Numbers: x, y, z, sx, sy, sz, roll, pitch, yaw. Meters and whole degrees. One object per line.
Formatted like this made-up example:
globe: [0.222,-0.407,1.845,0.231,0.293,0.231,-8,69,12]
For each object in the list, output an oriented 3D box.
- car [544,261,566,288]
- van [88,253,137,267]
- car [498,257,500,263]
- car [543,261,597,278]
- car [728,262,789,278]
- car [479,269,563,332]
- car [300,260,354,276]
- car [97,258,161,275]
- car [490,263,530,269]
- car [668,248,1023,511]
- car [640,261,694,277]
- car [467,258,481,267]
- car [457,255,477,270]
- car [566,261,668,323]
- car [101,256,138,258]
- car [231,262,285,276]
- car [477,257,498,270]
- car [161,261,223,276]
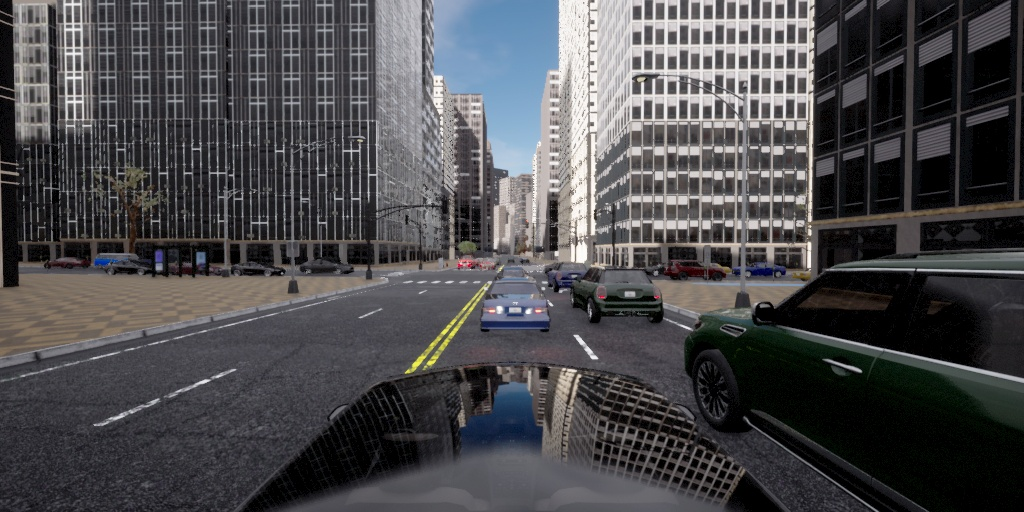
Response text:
car: [3.300,1.091,21.104,2.097,1.767,4.553,0,0,0]
van: [-45.388,0.602,41.127,3.998,1.789,1.690,0,0,1]
car: [-3.480,1.229,60.074,1.812,1.442,4.674,0,0,0]
car: [5.539,1.322,34.513,4.892,1.490,1.837,1,1,1]
car: [25.684,1.420,37.426,5.008,1.535,1.882,1,1,1]
car: [0.079,1.293,10.793,2.033,1.411,5.357,0,0,0]
car: [-17.909,1.111,34.839,4.892,1.490,1.837,1,1,1]
car: [-34.174,1.067,32.495,4.313,1.339,1.948,0,0,1]
car: [0.052,1.304,20.036,1.994,1.385,4.181,0,0,0]
car: [3.345,0.971,2.394,2.150,2.045,5.566,0,0,0]
car: [16.206,1.364,37.589,4.892,1.490,1.837,0,1,-1]
car: [-6.718,1.176,63.719,1.882,1.535,5.008,0,0,1]
car: [-6.721,0.933,53.374,2.150,2.045,5.566,0,0,0]
car: [3.324,1.097,12.240,2.097,1.767,4.553,0,0,0]
car: [-36.294,0.987,35.169,5.357,1.411,2.033,1,1,1]
car: [-22.809,1.172,32.217,4.313,1.339,1.948,0,0,1]
car: [-3.440,1.066,51.230,2.097,1.767,4.553,0,0,-1]
car: [-28.493,1.136,32.336,4.207,1.307,1.802,0,0,1]
